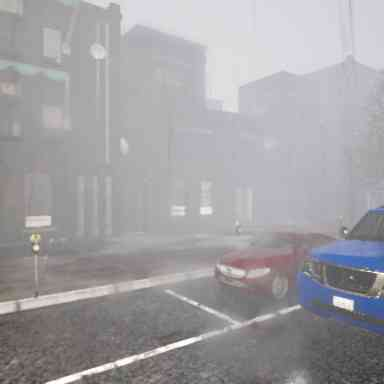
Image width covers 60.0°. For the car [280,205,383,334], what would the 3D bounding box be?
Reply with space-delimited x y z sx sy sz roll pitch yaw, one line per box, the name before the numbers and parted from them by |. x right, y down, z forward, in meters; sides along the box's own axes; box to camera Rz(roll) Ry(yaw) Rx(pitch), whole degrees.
car | 4.441 1.268 6.444 5.566 2.045 2.150 0 0 -36

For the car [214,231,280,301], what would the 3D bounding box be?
car | 2.486 1.634 8.349 4.206 1.307 1.802 0 -1 -36

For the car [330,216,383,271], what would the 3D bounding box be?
car | 6.993 1.633 11.586 4.403 1.369 2.008 0 -1 -36
